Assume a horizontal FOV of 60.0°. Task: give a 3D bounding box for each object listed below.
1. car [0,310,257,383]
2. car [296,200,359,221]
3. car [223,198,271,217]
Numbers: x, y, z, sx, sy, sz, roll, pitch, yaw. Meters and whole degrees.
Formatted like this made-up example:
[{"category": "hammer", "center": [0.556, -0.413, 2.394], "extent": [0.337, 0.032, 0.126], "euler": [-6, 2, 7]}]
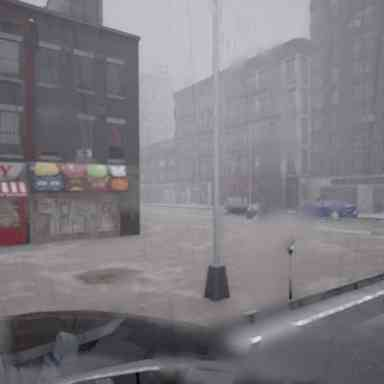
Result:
[{"category": "car", "center": [-1.502, 1.567, 1.740], "extent": [4.313, 1.339, 1.947], "euler": [0, 0, -35]}, {"category": "car", "center": [10.728, 1.387, 26.783], "extent": [1.882, 1.535, 5.008], "euler": [0, 0, -36]}, {"category": "car", "center": [4.902, 1.300, 29.807], "extent": [2.097, 1.767, 4.553], "euler": [-1, 0, -35]}]
